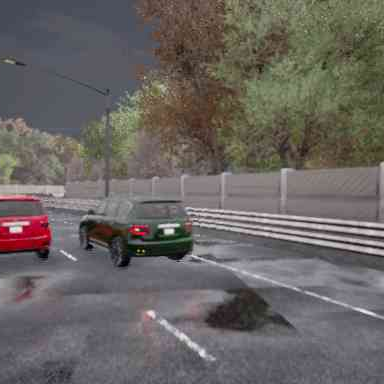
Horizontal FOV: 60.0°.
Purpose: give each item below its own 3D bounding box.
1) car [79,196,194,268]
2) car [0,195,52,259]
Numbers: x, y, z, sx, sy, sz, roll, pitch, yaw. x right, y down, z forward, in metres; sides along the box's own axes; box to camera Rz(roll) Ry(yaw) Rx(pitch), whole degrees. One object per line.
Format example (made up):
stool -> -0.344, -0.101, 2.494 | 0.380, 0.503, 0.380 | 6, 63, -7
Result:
car -> -2.120, 1.154, 11.369 | 2.150, 2.045, 5.566 | 0, 0, -34
car -> -6.453, 1.122, 11.487 | 2.150, 2.045, 5.566 | 0, 0, -35
